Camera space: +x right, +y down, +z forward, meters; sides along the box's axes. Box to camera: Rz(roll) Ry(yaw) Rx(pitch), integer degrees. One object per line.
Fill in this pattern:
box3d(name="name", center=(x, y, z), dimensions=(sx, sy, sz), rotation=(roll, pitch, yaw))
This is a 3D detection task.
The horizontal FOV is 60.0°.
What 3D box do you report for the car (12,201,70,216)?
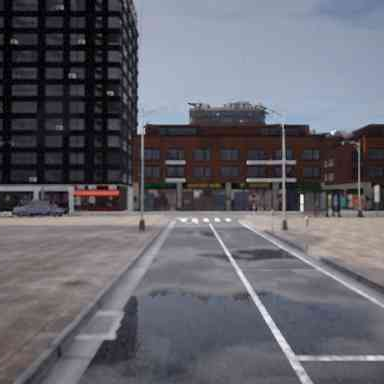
box3d(name="car", center=(-15.583, 1.890, 34.432), dimensions=(5.357, 1.411, 2.033), rotation=(0, -1, 0))
